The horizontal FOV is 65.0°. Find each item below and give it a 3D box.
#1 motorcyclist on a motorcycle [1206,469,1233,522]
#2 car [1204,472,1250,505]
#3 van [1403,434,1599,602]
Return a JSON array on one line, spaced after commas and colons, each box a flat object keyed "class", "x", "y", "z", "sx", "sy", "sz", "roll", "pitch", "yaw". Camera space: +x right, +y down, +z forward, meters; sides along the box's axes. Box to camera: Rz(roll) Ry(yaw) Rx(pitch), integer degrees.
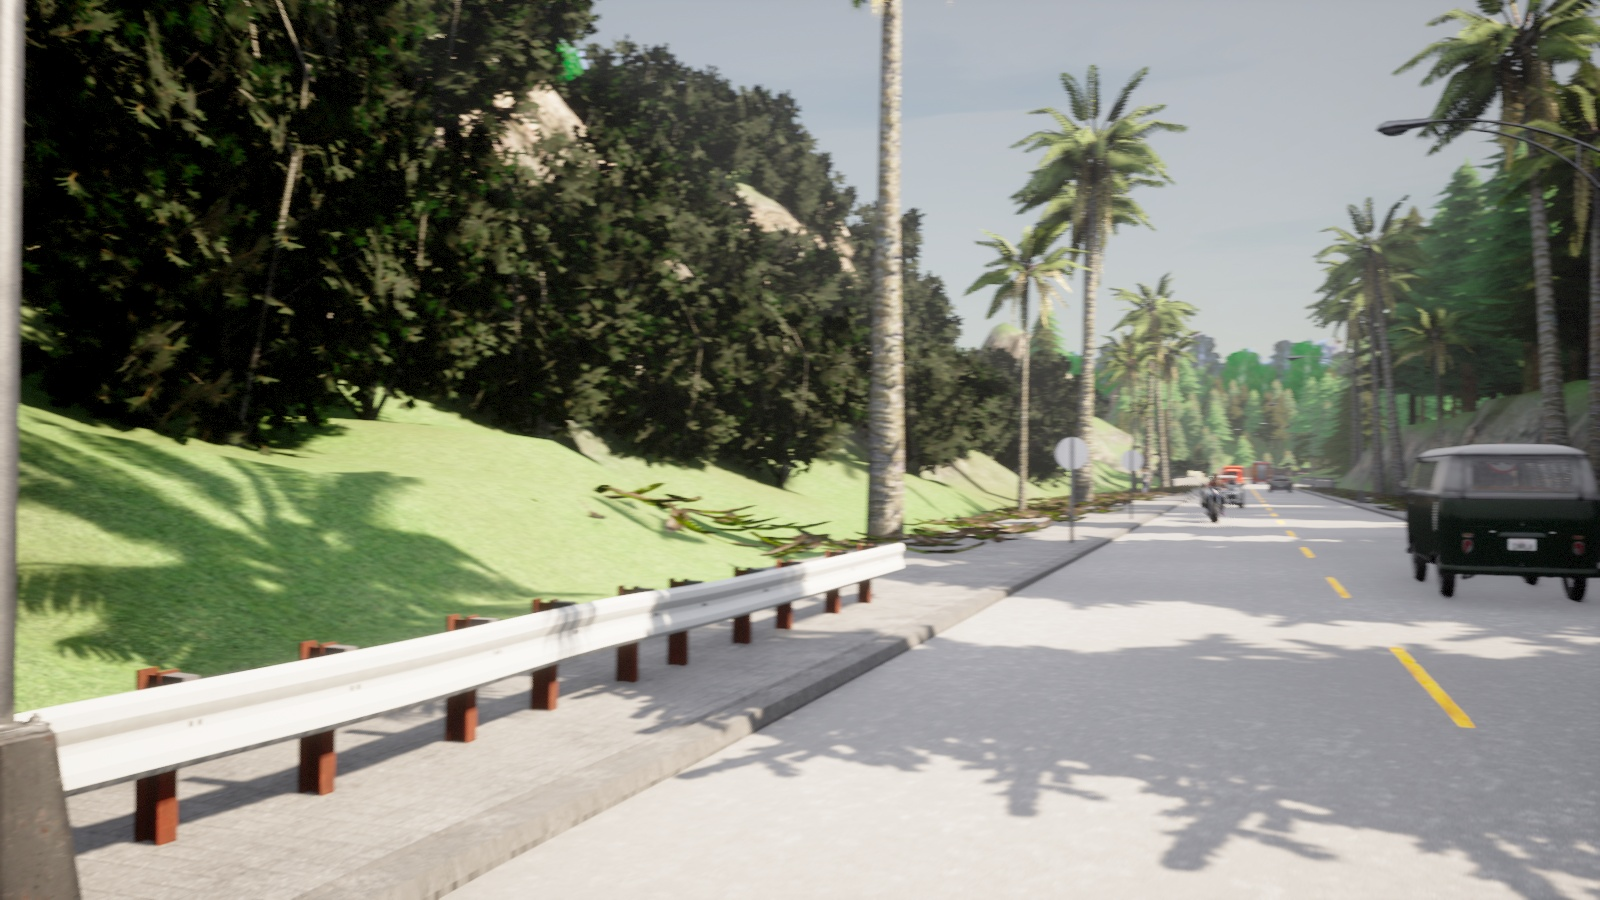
[{"class": "motorcyclist on a motorcycle", "x": 13.435, "y": 1.427, "z": 40.200, "sx": 0.766, "sy": 1.649, "sz": 2.350, "roll": 0, "pitch": -1, "yaw": 19}, {"class": "car", "x": 19.728, "y": 1.735, "z": 57.948, "sx": 1.970, "sy": 1.475, "sz": 3.806, "roll": 0, "pitch": -1, "yaw": 20}, {"class": "van", "x": 9.542, "y": 0.847, "z": 17.259, "sx": 1.775, "sy": 1.987, "sz": 4.442, "roll": 0, "pitch": -1, "yaw": 20}]
